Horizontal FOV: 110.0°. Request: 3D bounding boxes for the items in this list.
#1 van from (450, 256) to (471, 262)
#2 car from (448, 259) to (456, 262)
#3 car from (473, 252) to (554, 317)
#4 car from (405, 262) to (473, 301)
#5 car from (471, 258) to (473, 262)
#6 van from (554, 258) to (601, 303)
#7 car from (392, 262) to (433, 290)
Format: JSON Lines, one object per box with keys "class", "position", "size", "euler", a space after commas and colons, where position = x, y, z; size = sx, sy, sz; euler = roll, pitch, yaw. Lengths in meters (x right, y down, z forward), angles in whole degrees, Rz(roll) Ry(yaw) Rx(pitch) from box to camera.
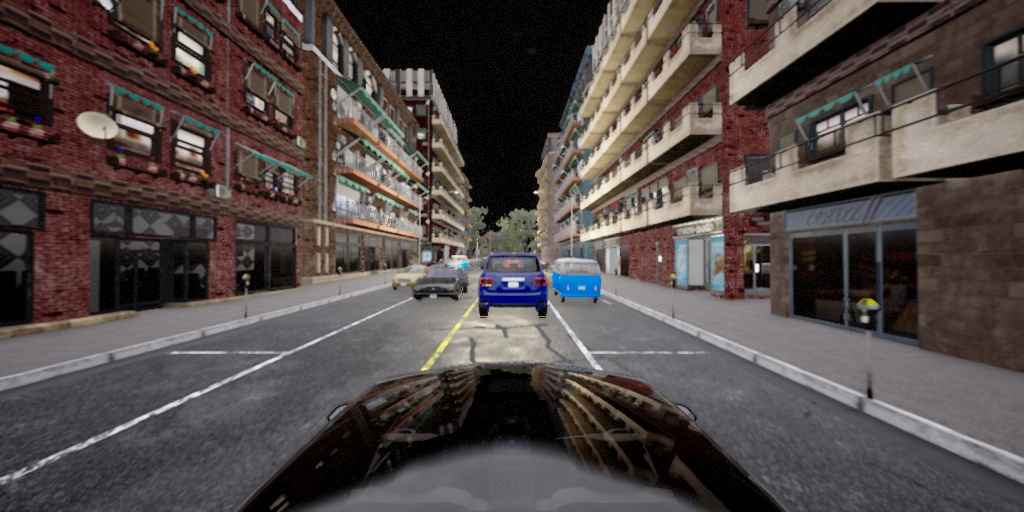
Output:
{"class": "van", "position": [-5.689, 0.847, 38.071], "size": [1.690, 1.789, 3.998], "euler": [0, 0, 0]}
{"class": "car", "position": [-5.689, 1.146, 26.929], "size": [1.948, 1.339, 4.313], "euler": [0, 0, 0]}
{"class": "car", "position": [0.019, 0.896, 12.903], "size": [2.150, 2.045, 5.566], "euler": [0, 0, 0]}
{"class": "car", "position": [-3.098, 1.196, 16.763], "size": [2.033, 1.411, 5.357], "euler": [0, 0, 0]}
{"class": "car", "position": [-5.689, 1.019, 43.640], "size": [2.007, 1.370, 4.403], "euler": [0, 0, 0]}
{"class": "van", "position": [2.694, 0.996, 15.747], "size": [1.690, 1.789, 3.998], "euler": [0, 0, 0]}
{"class": "car", "position": [-5.689, 1.143, 21.187], "size": [1.751, 1.417, 4.829], "euler": [0, 0, 0]}
